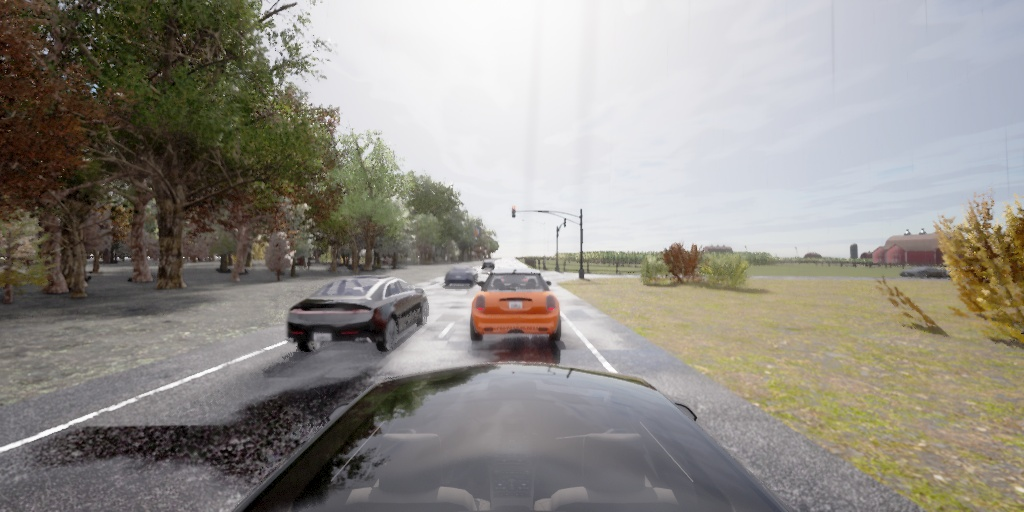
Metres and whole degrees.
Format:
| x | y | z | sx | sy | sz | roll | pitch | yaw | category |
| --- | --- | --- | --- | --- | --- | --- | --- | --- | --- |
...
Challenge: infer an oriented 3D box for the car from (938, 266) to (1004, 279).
| x | y | z | sx | sy | sz | roll | pitch | yaw | category |
| --- | --- | --- | --- | --- | --- | --- | --- | --- | --- |
| 48.868 | 1.789 | 37.728 | 4.902 | 1.511 | 2.128 | 1 | -1 | 1 | car |

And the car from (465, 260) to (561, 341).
| x | y | z | sx | sy | sz | roll | pitch | yaw | category |
| --- | --- | --- | --- | --- | --- | --- | --- | --- | --- |
| 0.075 | 1.108 | 10.033 | 2.097 | 1.767 | 4.553 | 0 | 0 | 0 | car |

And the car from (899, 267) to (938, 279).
| x | y | z | sx | sy | sz | roll | pitch | yaw | category |
| --- | --- | --- | --- | --- | --- | --- | --- | --- | --- |
| 47.463 | 1.909 | 41.314 | 4.181 | 1.385 | 1.994 | 1 | -1 | 1 | car |

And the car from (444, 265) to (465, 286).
| x | y | z | sx | sy | sz | roll | pitch | yaw | category |
| --- | --- | --- | --- | --- | --- | --- | --- | --- | --- |
| -3.475 | 1.330 | 25.237 | 1.994 | 1.385 | 4.181 | 0 | 0 | 0 | car |

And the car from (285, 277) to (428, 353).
| x | y | z | sx | sy | sz | roll | pitch | yaw | category |
| --- | --- | --- | --- | --- | --- | --- | --- | --- | --- |
| -3.421 | 1.246 | 8.876 | 2.128 | 1.511 | 4.902 | 0 | 0 | 0 | car |

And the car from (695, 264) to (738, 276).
| x | y | z | sx | sy | sz | roll | pitch | yaw | category |
| --- | --- | --- | --- | --- | --- | --- | --- | --- | --- |
| 23.628 | 1.589 | 41.390 | 4.892 | 1.490 | 1.837 | 1 | -1 | 0 | car |

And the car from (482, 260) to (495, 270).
| x | y | z | sx | sy | sz | roll | pitch | yaw | category |
| --- | --- | --- | --- | --- | --- | --- | --- | --- | --- |
| -3.571 | 1.305 | 55.442 | 1.812 | 1.442 | 4.674 | 0 | 0 | 0 | car |
